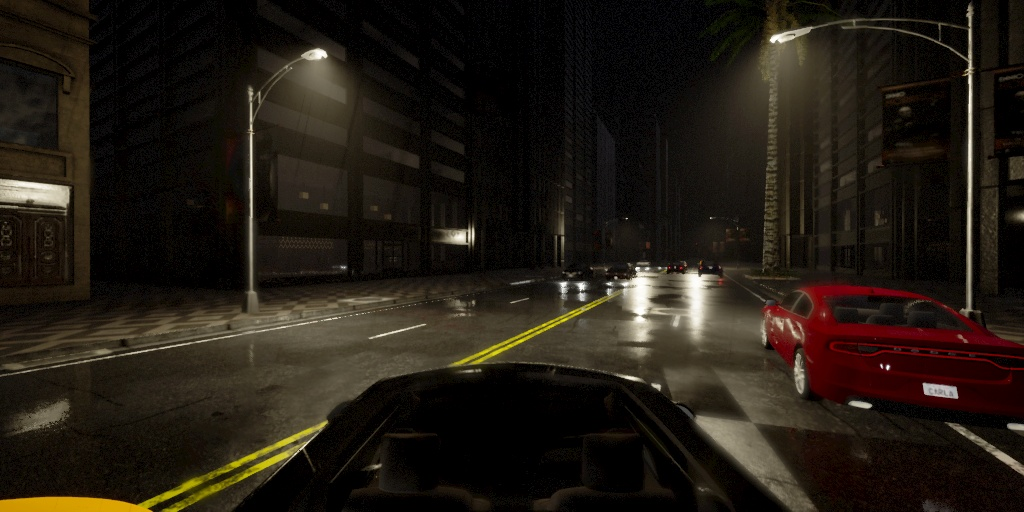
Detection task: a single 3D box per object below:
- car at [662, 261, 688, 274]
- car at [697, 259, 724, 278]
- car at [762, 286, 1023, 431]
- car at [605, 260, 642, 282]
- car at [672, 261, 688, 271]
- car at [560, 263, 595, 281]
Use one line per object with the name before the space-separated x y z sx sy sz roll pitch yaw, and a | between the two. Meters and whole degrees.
car | 18.667 1.317 40.762 2.033 1.411 5.357 0 0 27
car | 19.305 1.118 34.939 2.097 1.767 4.553 0 0 27
car | 5.516 1.228 5.869 1.882 1.535 5.008 0 0 27
car | 9.213 1.308 29.947 2.033 1.411 5.357 0 0 27
car | 23.560 1.382 50.257 1.895 1.301 4.718 0 0 27
car | 5.645 1.285 30.112 1.812 1.442 4.674 0 0 27
